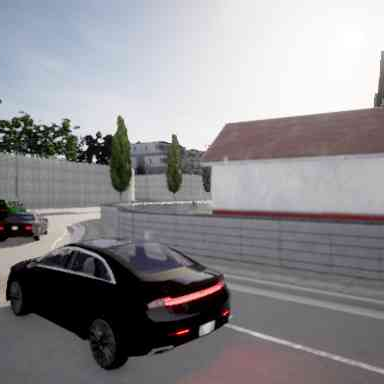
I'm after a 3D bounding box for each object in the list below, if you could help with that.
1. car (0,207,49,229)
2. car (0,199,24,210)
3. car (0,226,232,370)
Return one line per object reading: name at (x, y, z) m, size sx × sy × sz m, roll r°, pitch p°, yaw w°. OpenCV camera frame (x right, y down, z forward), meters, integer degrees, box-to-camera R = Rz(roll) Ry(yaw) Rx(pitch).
car at (-9.106, 1.799, 18.190) m, size 2.033 × 1.411 × 5.357 m, roll 0°, pitch -1°, yaw -16°
car at (-16.568, 1.637, 29.641) m, size 2.150 × 2.045 × 5.566 m, roll -1°, pitch -1°, yaw -11°
car at (-1.603, 1.568, 5.913) m, size 4.902 × 1.511 × 2.128 m, roll -1°, pitch -1°, yaw 42°
